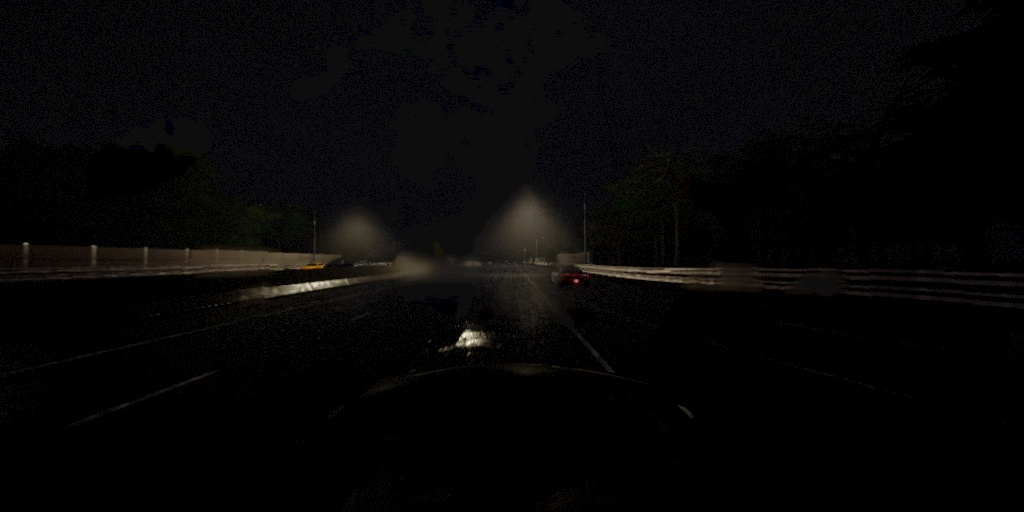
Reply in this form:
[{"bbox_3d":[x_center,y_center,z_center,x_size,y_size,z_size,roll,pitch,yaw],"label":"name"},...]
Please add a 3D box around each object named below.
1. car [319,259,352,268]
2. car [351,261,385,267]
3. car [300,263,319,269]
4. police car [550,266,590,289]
[{"bbox_3d":[-24.569,1.451,51.193,2.150,2.045,5.566,0,-1,1],"label":"car"},{"bbox_3d":[-21.059,1.736,52.653,2.128,1.511,4.902,0,0,1],"label":"car"},{"bbox_3d":[-28.061,1.705,51.056,1.882,1.535,5.008,0,0,1],"label":"car"},{"bbox_3d":[4.029,1.494,25.796,2.038,1.542,4.974,0,-1,-4],"label":"police car"}]
